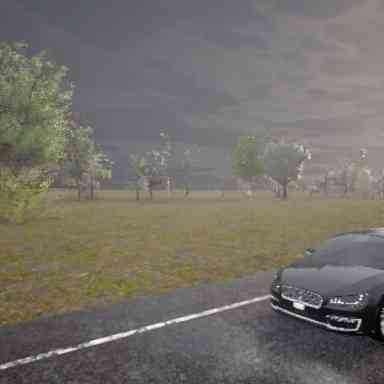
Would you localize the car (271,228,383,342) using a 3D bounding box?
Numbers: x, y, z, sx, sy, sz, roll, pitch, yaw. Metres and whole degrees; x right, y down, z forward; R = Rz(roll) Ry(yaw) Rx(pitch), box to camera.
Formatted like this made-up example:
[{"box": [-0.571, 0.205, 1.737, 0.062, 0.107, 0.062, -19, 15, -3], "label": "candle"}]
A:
[{"box": [3.639, 1.526, 6.588, 4.892, 1.490, 1.837, 0, 0, -35], "label": "car"}]
